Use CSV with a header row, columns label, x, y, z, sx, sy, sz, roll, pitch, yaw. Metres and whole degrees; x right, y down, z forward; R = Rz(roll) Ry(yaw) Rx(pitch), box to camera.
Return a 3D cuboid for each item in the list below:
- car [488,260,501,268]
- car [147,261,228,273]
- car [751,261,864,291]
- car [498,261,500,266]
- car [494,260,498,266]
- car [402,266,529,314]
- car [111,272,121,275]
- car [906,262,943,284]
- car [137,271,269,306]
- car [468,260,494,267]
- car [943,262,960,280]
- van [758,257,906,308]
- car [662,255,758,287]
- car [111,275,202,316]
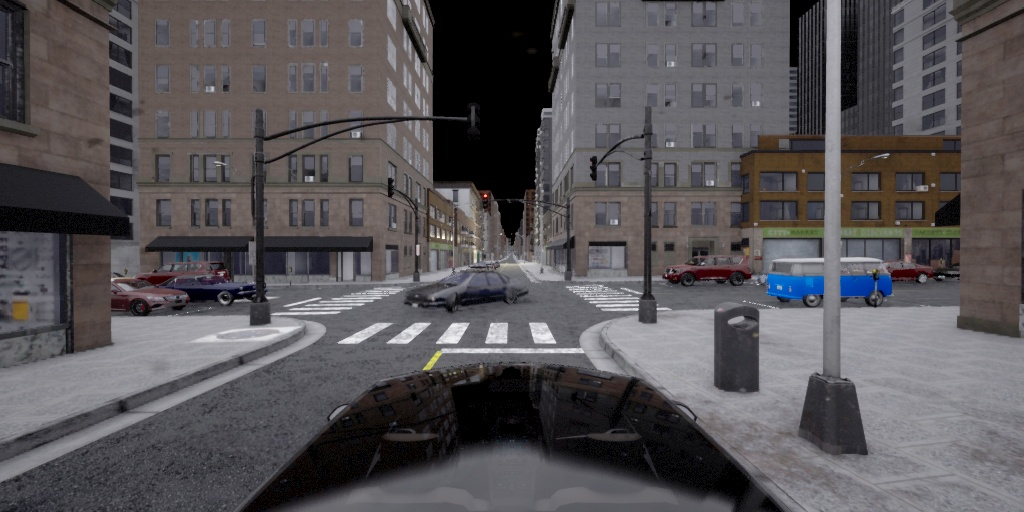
label,x,y,z,sx,sy,sz,roll,pitch,yaw
car,-3.055,1.352,61.801,1.994,1.385,4.181,0,0,1
car,-20.344,1.269,22.207,5.009,1.841,2.192,0,0,0
car,16.044,1.052,19.629,4.674,1.442,1.812,-1,0,0
car,-3.080,1.298,51.755,1.812,1.442,4.674,0,0,0
car,-3.092,1.253,42.622,2.128,1.511,4.902,0,0,0
car,-1.572,1.296,14.241,2.033,1.411,5.357,0,0,42
car,-26.019,1.550,22.193,4.829,1.417,1.751,0,0,0
car,23.314,0.964,22.313,4.507,1.381,1.888,0,0,0
car,-13.954,1.517,16.360,4.718,1.301,1.895,-1,0,0
car,-3.085,1.318,33.636,1.994,1.385,4.181,0,0,1
car,28.924,0.915,22.327,4.313,1.339,1.948,0,0,0
van,12.118,0.957,13.761,3.998,1.789,1.690,0,0,0
car,12.097,0.871,22.286,5.009,1.841,2.192,0,0,0
car,-14.818,1.527,13.695,4.207,1.307,1.802,0,0,0
